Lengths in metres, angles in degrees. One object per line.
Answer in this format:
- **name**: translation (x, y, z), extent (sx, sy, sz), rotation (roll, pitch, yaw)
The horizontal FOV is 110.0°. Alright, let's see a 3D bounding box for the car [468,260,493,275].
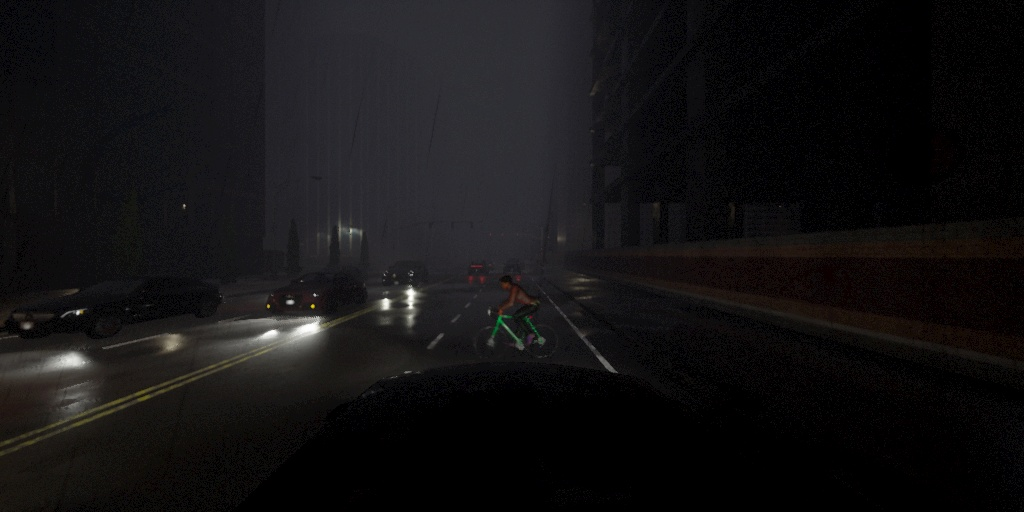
- **car**: translation (-3.450, 1.195, 37.413), extent (2.128, 1.511, 4.902), rotation (0, 0, 0)

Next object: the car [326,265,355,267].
- **car**: translation (-10.625, 1.270, 21.931), extent (2.033, 1.411, 5.357), rotation (0, 0, 0)

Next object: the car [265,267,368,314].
- **car**: translation (-7.122, 1.298, 13.504), extent (1.994, 1.385, 4.181), rotation (0, 0, 0)

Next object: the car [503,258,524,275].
- **car**: translation (0.034, 1.229, 39.108), extent (1.812, 1.442, 4.674), rotation (0, 0, 0)

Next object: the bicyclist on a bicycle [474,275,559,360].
- **bicyclist on a bicycle**: translation (0.071, 1.189, 6.871), extent (1.656, 1.620, 0.582), rotation (-2, 0, 0)

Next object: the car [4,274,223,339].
- **car**: translation (-10.612, 1.263, 10.174), extent (1.812, 1.442, 4.674), rotation (0, 0, 0)

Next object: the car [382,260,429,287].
- **car**: translation (-7.119, 1.071, 24.319), extent (2.097, 1.767, 4.553), rotation (0, 0, 0)
